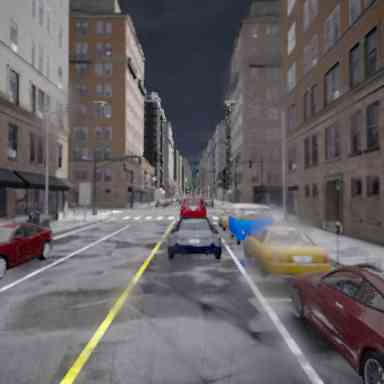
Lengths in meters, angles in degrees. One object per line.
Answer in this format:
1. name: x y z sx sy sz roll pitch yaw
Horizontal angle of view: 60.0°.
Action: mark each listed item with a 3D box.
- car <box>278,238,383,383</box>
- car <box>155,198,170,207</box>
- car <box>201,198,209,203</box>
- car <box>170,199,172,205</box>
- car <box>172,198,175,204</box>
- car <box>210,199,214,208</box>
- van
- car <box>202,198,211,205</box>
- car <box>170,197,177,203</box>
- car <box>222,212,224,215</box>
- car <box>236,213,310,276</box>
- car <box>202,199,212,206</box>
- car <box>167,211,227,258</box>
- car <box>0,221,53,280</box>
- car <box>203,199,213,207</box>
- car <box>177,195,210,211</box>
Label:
1. car: 2.676 1.619 4.529 1.802 1.307 4.206 1 0 0
2. car: -5.525 2.050 59.317 1.802 1.307 4.206 1 0 1
3. car: 3.358 2.243 86.862 1.947 1.339 4.313 1 0 1
4. car: -5.453 2.076 64.846 1.947 1.339 4.313 1 0 1
5. car: -5.381 2.103 70.375 2.008 1.369 4.403 1 0 1
6. car: 3.000 2.032 59.211 1.947 1.339 4.313 1 0 1
7. van: 2.681 1.468 15.877 1.690 1.788 3.998 1 0 0
8. car: 3.215 2.138 75.802 1.887 1.381 4.507 1 0 1
9. car: -5.097 2.244 92.320 1.752 1.417 4.829 1 0 1
10. car: 2.680 1.699 21.719 1.752 1.417 4.829 1 0 0
11. car: 2.678 1.609 10.372 1.752 1.417 4.829 1 0 0
12. car: 3.143 2.102 70.271 2.008 1.369 4.403 1 0 1
13. car: 0.099 1.669 13.296 1.994 1.385 4.181 0 -1 0
14. car: -5.849 1.627 10.207 1.887 1.381 4.507 1 0 0
15. car: 3.072 2.053 64.741 1.887 1.381 4.507 1 0 1
16. car: 0.007 1.449 28.393 2.150 2.045 5.566 0 0 -2
